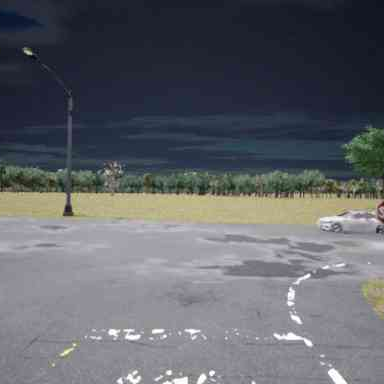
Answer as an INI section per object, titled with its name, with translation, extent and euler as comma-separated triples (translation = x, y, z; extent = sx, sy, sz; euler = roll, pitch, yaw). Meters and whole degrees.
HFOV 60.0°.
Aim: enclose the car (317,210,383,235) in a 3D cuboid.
[car]
translation = 10.736, 1.949, 21.895
extent = 4.674, 1.442, 1.812
euler = 2, 1, 0
